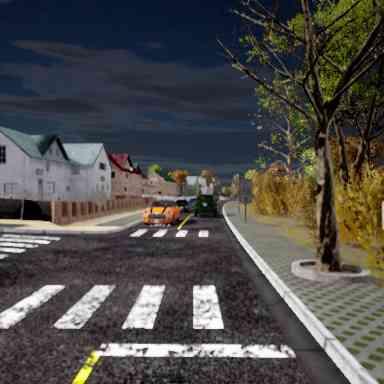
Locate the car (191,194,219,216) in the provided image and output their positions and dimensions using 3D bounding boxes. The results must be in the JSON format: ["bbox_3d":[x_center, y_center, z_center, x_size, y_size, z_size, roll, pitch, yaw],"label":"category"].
[{"bbox_3d":[1.397,1.255,32.551,2.150,2.045,5.566,0,0,4],"label":"car"}]

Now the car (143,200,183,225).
[{"bbox_3d":[-2.139,1.362,24.311,2.097,1.767,4.553,0,0,5],"label":"car"}]

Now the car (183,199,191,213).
[{"bbox_3d":[-1.171,1.581,37.397,1.812,1.442,4.674,0,0,5],"label":"car"}]

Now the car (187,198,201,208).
[{"bbox_3d":[0.376,1.678,53.051,1.812,1.442,4.674,0,-1,7],"label":"car"}]
